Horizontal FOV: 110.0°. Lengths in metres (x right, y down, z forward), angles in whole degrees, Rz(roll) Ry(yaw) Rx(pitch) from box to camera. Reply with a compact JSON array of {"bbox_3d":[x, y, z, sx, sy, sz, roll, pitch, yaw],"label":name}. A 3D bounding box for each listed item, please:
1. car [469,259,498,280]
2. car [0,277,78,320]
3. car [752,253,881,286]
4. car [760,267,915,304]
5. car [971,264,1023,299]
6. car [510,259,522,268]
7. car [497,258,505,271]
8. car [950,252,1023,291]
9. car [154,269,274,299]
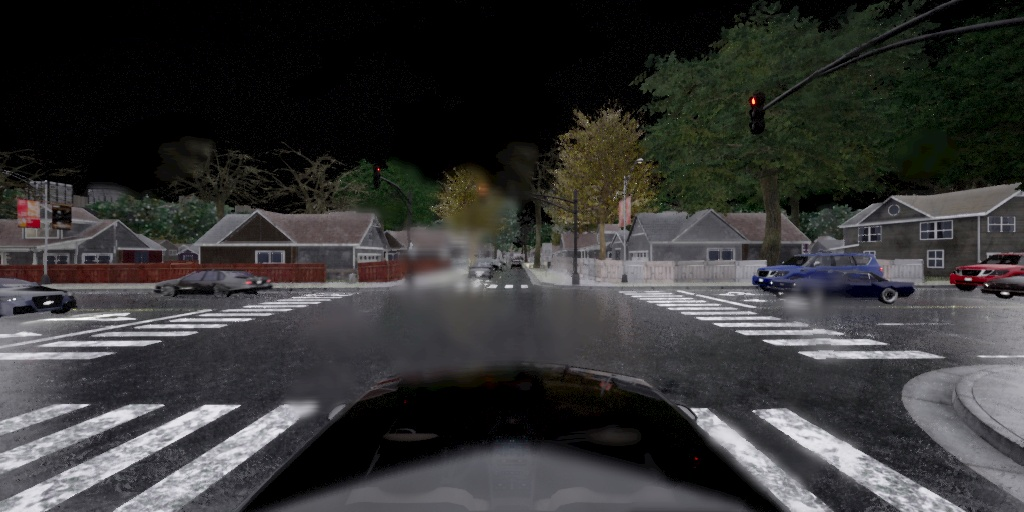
[{"bbox_3d":[-2.615,1.255,31.448,2.128,1.511,4.902,0,0,0],"label":"car"},{"bbox_3d":[-17.589,1.410,12.112,4.181,1.385,1.994,0,0,1],"label":"car"},{"bbox_3d":[15.487,0.868,18.277,5.566,2.045,2.150,0,0,1],"label":"car"},{"bbox_3d":[13.557,1.260,15.045,4.718,1.301,1.895,0,0,1],"label":"car"},{"bbox_3d":[23.207,1.153,14.888,5.357,1.411,2.033,0,0,1],"label":"car"},{"bbox_3d":[0.747,1.300,61.391,1.837,1.490,4.892,0,0,1],"label":"car"},{"bbox_3d":[-2.368,1.132,48.656,2.097,1.767,4.553,0,0,1],"label":"car"},{"bbox_3d":[25.853,0.811,18.091,5.566,2.045,2.150,0,0,1],"label":"car"},{"bbox_3d":[-15.119,1.375,18.287,5.357,1.411,2.033,0,0,8],"label":"car"}]
